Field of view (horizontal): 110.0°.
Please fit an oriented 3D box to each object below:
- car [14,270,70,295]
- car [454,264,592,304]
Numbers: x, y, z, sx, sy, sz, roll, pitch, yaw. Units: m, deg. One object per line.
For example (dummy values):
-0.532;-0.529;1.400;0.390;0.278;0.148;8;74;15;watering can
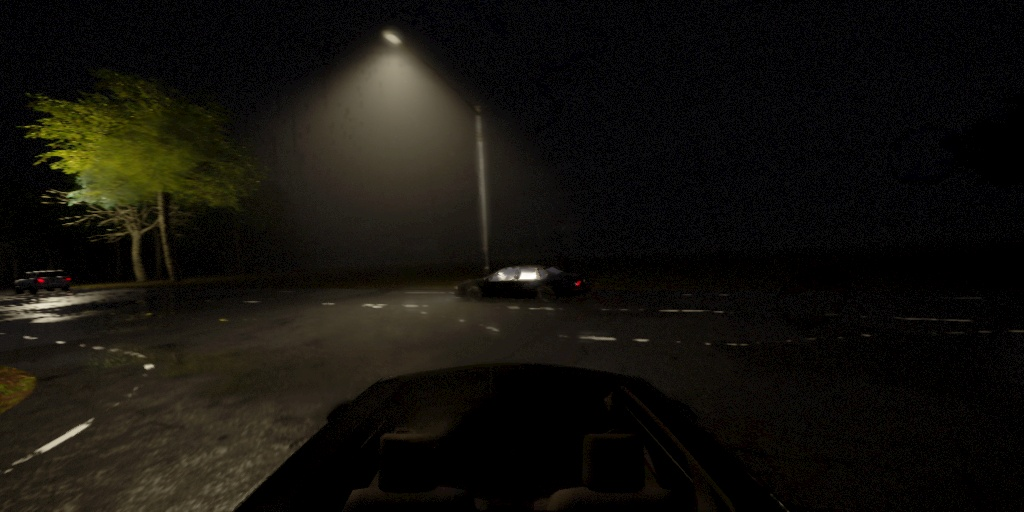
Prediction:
-43.417;2.403;33.133;5.566;2.045;2.150;-2;2;23;car
0.371;1.048;14.187;5.357;1.411;2.033;-2;2;24;car
